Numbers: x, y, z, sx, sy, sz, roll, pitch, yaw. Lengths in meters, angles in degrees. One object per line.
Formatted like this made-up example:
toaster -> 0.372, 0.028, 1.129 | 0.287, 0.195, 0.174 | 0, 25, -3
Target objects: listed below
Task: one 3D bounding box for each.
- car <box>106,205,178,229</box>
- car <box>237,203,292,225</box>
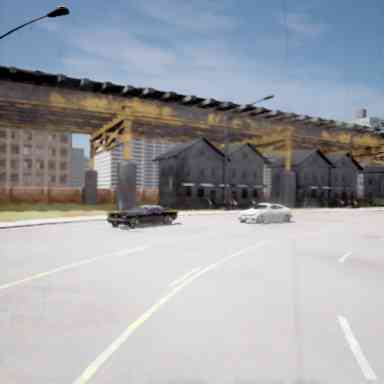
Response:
car -> -3.063, 1.503, 20.978 | 1.895, 1.301, 4.718 | 1, 0, 38
car -> 5.452, 1.550, 24.520 | 4.674, 1.442, 1.812 | 1, 0, -36
